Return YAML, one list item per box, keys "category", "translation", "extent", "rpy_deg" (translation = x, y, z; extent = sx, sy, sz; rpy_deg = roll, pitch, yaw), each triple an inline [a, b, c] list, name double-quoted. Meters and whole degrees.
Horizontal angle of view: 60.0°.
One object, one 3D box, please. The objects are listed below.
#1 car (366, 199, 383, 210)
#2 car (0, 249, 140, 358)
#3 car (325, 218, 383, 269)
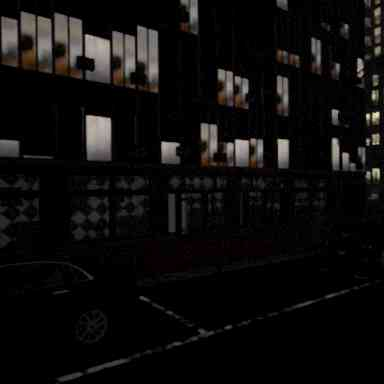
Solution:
- category: "car"
  translation: [20.936, 1.384, 41.026]
  extent: [1.752, 1.417, 4.829]
  rpy_deg: [0, 1, -35]
- category: "car"
  translation: [-2.896, 1.551, 4.635]
  extent: [4.403, 1.369, 2.008]
  rpy_deg: [0, -1, -35]
- category: "car"
  translation: [6.291, 1.572, 11.197]
  extent: [4.507, 1.381, 1.887]
  rpy_deg: [0, -1, -35]
